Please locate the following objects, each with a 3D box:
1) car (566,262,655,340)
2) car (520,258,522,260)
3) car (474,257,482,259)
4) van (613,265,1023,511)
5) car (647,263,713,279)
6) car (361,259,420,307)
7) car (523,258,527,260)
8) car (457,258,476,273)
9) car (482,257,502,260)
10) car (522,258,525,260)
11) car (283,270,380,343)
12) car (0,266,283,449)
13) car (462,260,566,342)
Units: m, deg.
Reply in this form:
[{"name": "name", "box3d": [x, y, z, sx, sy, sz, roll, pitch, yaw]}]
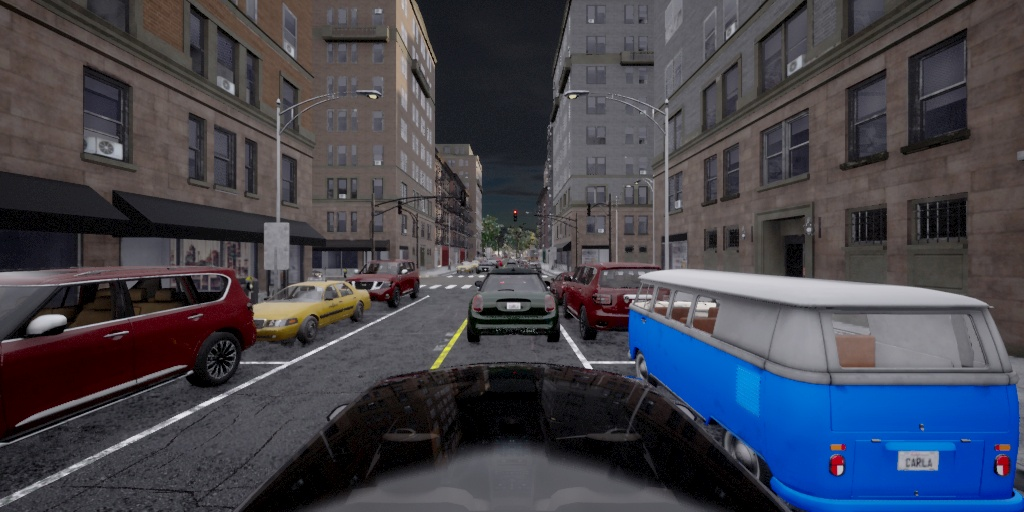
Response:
[{"name": "car", "box3d": [2.626, 1.065, 9.856, 2.192, 1.841, 5.009, 0, 0, 0]}, {"name": "car", "box3d": [2.558, 1.300, 53.507, 2.007, 1.370, 4.403, 0, 0, 0]}, {"name": "car", "box3d": [-5.492, 1.275, 53.324, 1.751, 1.417, 4.829, 0, 0, 0]}, {"name": "van", "box3d": [2.635, 1.091, 4.177, 1.690, 1.789, 3.998, 0, 0, 0]}, {"name": "car", "box3d": [14.316, 1.278, 30.711, 4.718, 1.301, 1.895, 0, 0, -3]}, {"name": "car", "box3d": [-5.421, 1.064, 15.523, 2.192, 1.841, 5.009, 0, 0, 0]}, {"name": "car", "box3d": [2.575, 1.300, 42.543, 2.007, 1.370, 4.403, 0, 0, 0]}, {"name": "car", "box3d": [-5.478, 1.274, 42.361, 1.751, 1.417, 4.829, 0, 0, 0]}, {"name": "car", "box3d": [-2.922, 1.227, 52.330, 1.882, 1.535, 5.008, 0, 0, 0]}, {"name": "car", "box3d": [2.566, 1.294, 48.025, 1.888, 1.381, 4.507, 0, 0, 0]}, {"name": "car", "box3d": [-5.411, 1.275, 9.674, 1.751, 1.417, 4.829, 0, 0, 0]}, {"name": "car", "box3d": [-5.402, 1.065, 4.167, 2.192, 1.841, 5.009, 0, 0, 0]}, {"name": "car", "box3d": [0.021, 1.102, 9.892, 2.097, 1.767, 4.553, 0, 0, 0]}]
